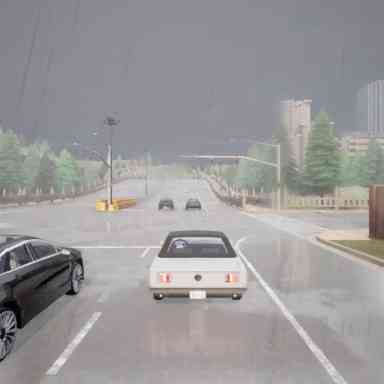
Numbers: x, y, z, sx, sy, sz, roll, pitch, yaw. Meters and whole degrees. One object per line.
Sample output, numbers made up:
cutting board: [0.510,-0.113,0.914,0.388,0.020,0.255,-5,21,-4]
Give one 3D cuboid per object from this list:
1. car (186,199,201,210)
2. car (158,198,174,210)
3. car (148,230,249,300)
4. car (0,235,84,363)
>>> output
car: [0.180,1.564,43.893,1.994,1.385,4.181,0,0,0]
car: [-3.322,1.505,43.724,1.837,1.490,4.892,0,0,0]
car: [0.114,1.601,8.331,1.895,1.301,4.718,0,0,0]
car: [-3.389,1.492,5.796,2.128,1.511,4.902,0,0,0]
